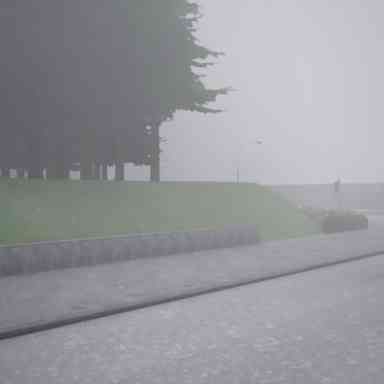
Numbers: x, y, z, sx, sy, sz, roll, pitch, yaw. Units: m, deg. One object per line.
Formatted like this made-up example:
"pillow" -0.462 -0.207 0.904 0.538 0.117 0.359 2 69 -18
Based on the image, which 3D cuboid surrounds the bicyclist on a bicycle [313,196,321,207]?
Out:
"bicyclist on a bicycle" 14.921 1.323 39.633 1.656 1.620 0.582 0 0 -35
